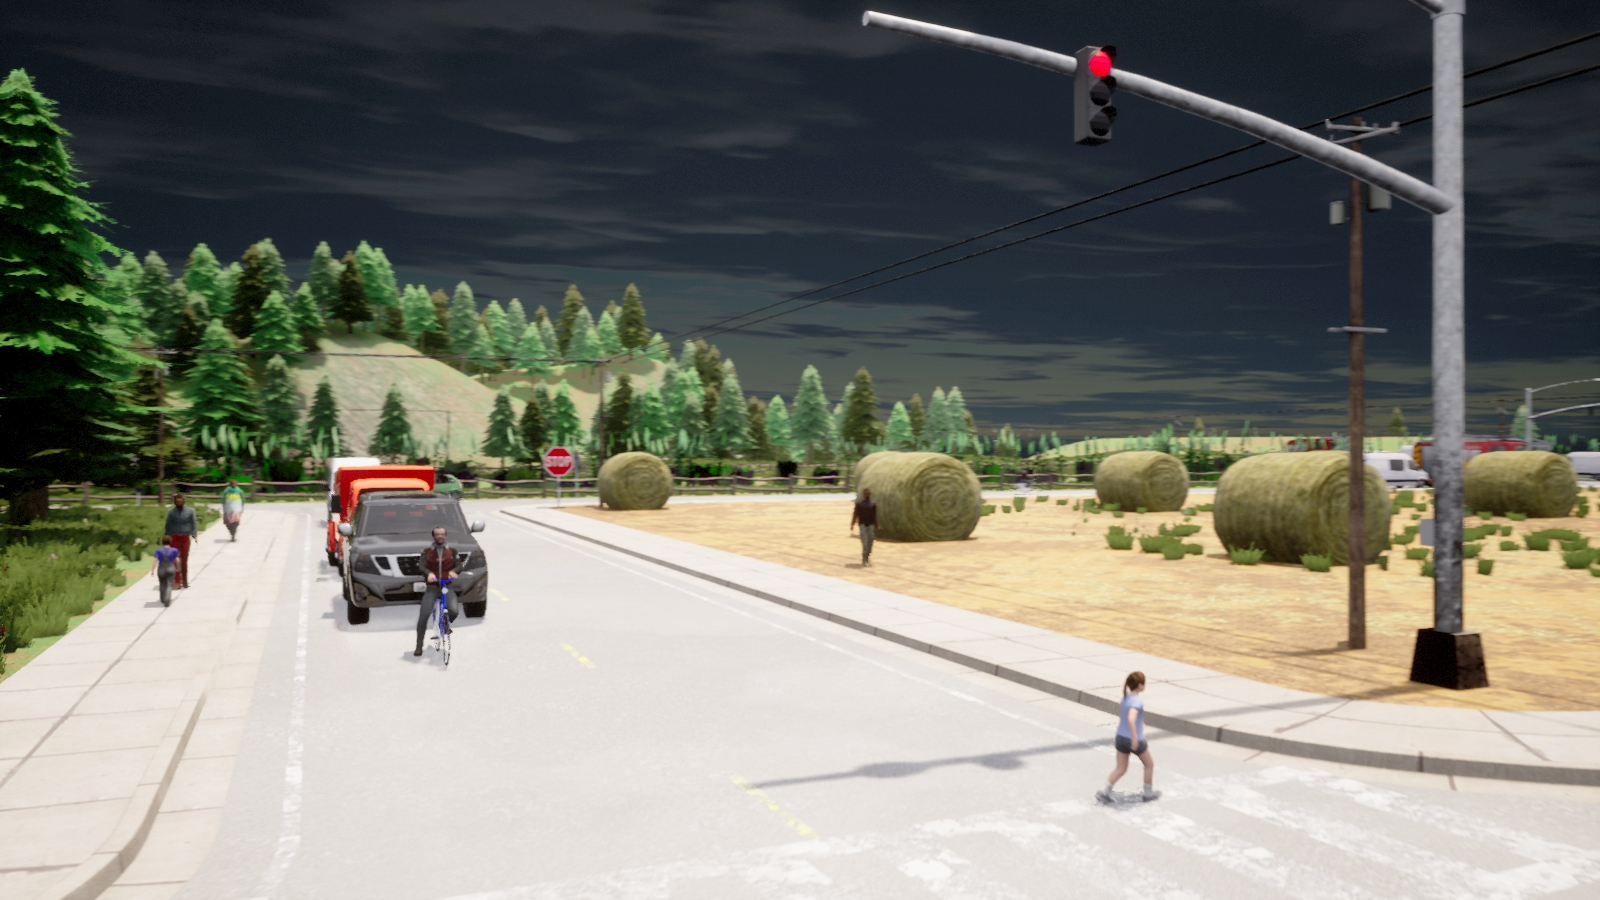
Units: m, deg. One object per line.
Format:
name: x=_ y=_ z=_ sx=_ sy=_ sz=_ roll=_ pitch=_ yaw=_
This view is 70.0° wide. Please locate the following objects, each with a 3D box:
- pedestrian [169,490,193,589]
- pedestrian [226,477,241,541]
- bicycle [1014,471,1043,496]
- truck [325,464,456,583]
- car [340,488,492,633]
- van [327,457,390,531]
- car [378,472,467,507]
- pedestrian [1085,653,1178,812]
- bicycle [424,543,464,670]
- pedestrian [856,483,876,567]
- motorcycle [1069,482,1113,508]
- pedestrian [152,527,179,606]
pedestrian: x=-11.920 y=1.718 z=21.991 sx=0.375 sy=1.860 sz=0.375 roll=0 pitch=0 yaw=-24
pedestrian: x=-16.587 y=1.727 z=33.438 sx=0.375 sy=1.860 sz=0.375 roll=0 pitch=0 yaw=-23
bicycle: x=13.986 y=2.032 z=69.931 sx=1.835 sy=1.471 sz=0.329 roll=0 pitch=0 yaw=-20
truck: x=-9.854 y=1.591 z=27.192 sx=2.627 sy=2.467 sz=5.204 roll=0 pitch=0 yaw=-23
car: x=-7.051 y=1.796 z=20.555 sx=2.150 sy=2.045 sz=5.566 roll=0 pitch=0 yaw=-23
van: x=-16.855 y=1.572 z=43.469 sx=1.988 sy=2.561 sz=5.915 roll=0 pitch=0 yaw=-23
car: x=-19.574 y=2.021 z=59.357 sx=1.851 sy=1.617 sz=3.988 roll=0 pitch=0 yaw=43
pedestrian: x=2.633 y=2.225 z=9.094 sx=0.500 sy=1.100 sz=0.500 roll=0 pitch=0 yaw=-23
bicycle: x=-4.834 y=2.072 z=15.469 sx=0.329 sy=1.471 sz=1.835 roll=0 pitch=0 yaw=-23
pedestrian: x=1.481 y=1.688 z=25.820 sx=0.375 sy=1.860 sz=0.375 roll=0 pitch=0 yaw=-10
motorcycle: x=14.181 y=2.187 z=55.653 sx=2.033 sy=1.199 sz=0.803 roll=0 pitch=0 yaw=-24
pedestrian: x=-10.922 y=1.995 z=19.674 sx=0.375 sy=1.300 sz=0.375 roll=0 pitch=0 yaw=-24
